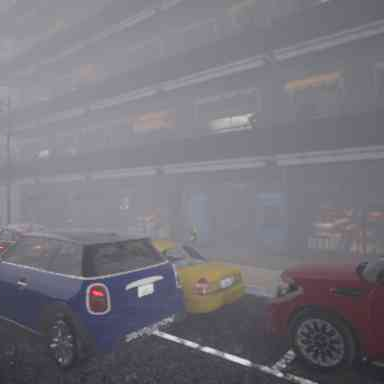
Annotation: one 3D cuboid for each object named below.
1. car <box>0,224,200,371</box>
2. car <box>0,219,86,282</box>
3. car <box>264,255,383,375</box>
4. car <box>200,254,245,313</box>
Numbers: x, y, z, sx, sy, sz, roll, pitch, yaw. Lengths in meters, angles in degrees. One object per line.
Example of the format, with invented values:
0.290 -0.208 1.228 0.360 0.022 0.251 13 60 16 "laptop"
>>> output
-2.369 1.449 6.082 4.553 1.767 2.097 -1 -1 37 "car"
-5.625 1.709 10.802 4.507 1.381 1.887 -1 -2 37 "car"
3.463 1.397 4.020 5.009 1.841 2.192 -1 -2 37 "car"
-1.218 1.650 7.510 4.829 1.417 1.752 -1 -2 37 "car"
